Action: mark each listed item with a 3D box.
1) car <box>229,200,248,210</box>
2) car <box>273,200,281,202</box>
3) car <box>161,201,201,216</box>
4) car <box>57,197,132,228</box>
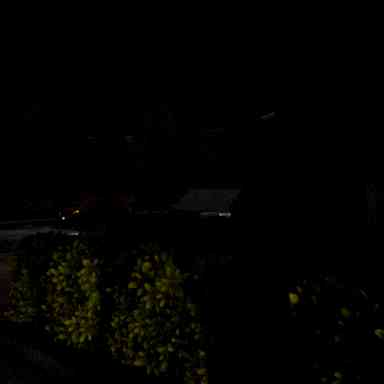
[{"bbox_3d":[5.262,1.688,40.553,1.812,1.442,4.674,0,0,40],"label":"car"},{"bbox_3d":[10.757,1.726,41.266,1.994,1.385,4.181,0,0,42],"label":"car"},{"bbox_3d":[-0.970,1.667,32.502,1.837,1.490,4.892,0,0,36],"label":"car"},{"bbox_3d":[-6.915,1.384,24.294,2.150,2.045,5.566,0,0,36],"label":"car"}]
